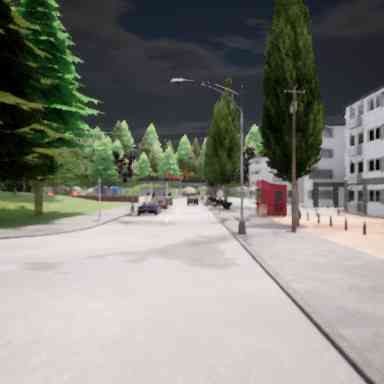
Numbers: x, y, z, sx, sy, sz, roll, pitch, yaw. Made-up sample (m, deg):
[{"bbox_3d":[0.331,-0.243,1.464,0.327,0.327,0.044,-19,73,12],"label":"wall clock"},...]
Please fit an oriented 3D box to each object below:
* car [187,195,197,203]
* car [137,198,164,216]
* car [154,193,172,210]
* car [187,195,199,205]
[{"bbox_3d":[0.053,1.390,65.520,1.812,1.442,4.674,0,0,0],"label":"car"},{"bbox_3d":[-4.099,1.534,32.268,1.895,1.301,4.718,0,0,0],"label":"car"},{"bbox_3d":[-4.085,1.265,42.161,2.097,1.767,4.553,0,0,0],"label":"car"},{"bbox_3d":[0.124,1.364,55.217,1.882,1.535,5.008,0,0,0],"label":"car"}]
